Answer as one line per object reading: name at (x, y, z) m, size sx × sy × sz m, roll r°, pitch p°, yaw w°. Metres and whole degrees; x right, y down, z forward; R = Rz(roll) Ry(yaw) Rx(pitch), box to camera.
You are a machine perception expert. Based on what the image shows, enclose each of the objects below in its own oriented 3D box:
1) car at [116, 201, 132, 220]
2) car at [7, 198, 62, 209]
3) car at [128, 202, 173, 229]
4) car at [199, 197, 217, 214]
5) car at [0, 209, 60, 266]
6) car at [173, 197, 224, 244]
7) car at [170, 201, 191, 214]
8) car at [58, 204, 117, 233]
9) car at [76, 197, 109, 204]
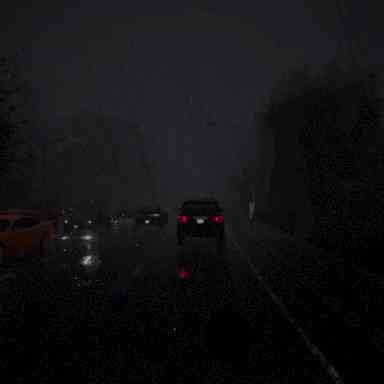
car at (-5.944, 1.863, 31.436) m, size 1.994 × 1.385 × 4.181 m, roll 0°, pitch -1°, yaw 4°
car at (-10.068, 1.418, 21.021) m, size 2.150 × 2.045 × 5.566 m, roll 0°, pitch -1°, yaw 3°
car at (-2.744, 1.718, 23.691) m, size 2.128 × 1.511 × 4.902 m, roll 0°, pitch -1°, yaw 3°
car at (2.122, 1.639, 43.190) m, size 2.150 × 2.045 × 5.566 m, roll 0°, pitch -1°, yaw 5°
car at (-6.886, 1.590, 12.064) m, size 1.882 × 1.535 × 5.008 m, roll 0°, pitch -1°, yaw 2°
car at (0.458, 1.386, 17.031) m, size 2.150 × 2.045 × 5.566 m, roll 0°, pitch -1°, yaw 2°
car at (-1.394, 1.962, 43.214) m, size 2.033 × 1.411 × 5.357 m, roll 0°, pitch -1°, yaw 5°
car at (-6.544, 1.728, 21.375) m, size 1.812 × 1.442 × 4.674 m, roll 0°, pitch -1°, yaw 3°
car at (-9.451, 1.518, 31.365) m, size 2.150 × 2.045 × 5.566 m, roll 0°, pitch -1°, yaw 4°
